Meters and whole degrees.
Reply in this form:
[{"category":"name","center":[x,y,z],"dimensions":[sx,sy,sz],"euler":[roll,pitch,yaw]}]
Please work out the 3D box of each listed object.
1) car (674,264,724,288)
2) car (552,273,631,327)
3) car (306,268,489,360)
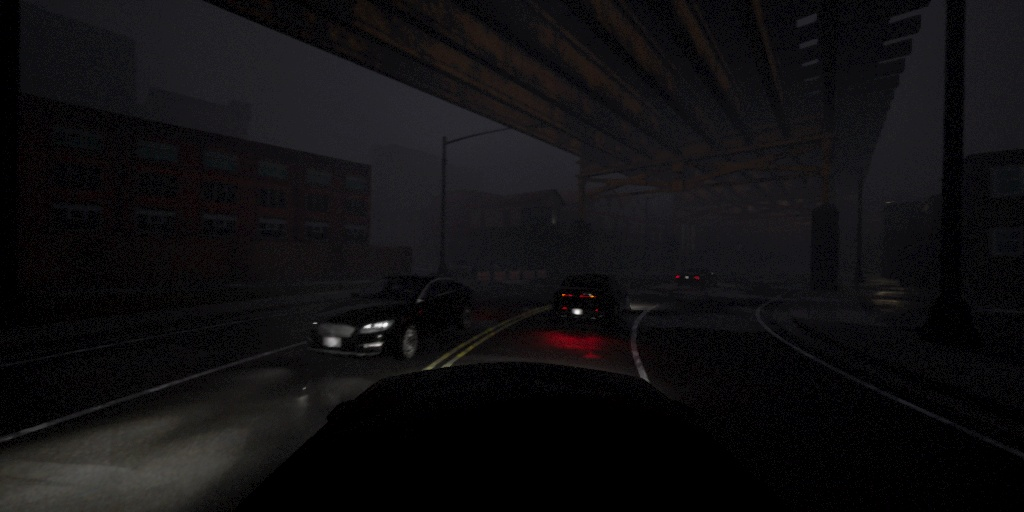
[{"category":"car","center":[13.574,1.517,26.204],"dimensions":[2.033,1.411,5.357],"euler":[1,0,43]},{"category":"car","center":[2.750,1.293,12.004],"dimensions":[1.837,1.490,4.892],"euler":[0,-1,24]},{"category":"car","center":[-2.400,1.191,8.395],"dimensions":[2.128,1.511,4.902],"euler":[1,0,15]}]
